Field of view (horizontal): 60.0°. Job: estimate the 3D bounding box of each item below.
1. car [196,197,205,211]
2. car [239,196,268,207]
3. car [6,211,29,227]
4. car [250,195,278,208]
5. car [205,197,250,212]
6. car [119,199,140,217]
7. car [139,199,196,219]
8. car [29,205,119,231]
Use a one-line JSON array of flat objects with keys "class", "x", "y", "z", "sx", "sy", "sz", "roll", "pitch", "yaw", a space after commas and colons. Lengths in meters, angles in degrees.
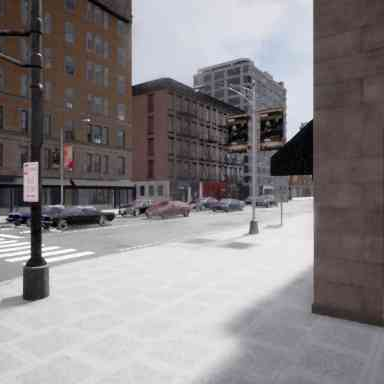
[{"class": "car", "x": 1.376, "y": 1.362, "z": 38.248, "sx": 2.128, "sy": 1.511, "sz": 4.902, "roll": 0, "pitch": 0, "yaw": 35}, {"class": "car", "x": 9.173, "y": 1.361, "z": 49.212, "sx": 2.033, "sy": 1.411, "sz": 5.357, "roll": 0, "pitch": 0, "yaw": 36}, {"class": "car", "x": -9.782, "y": 1.553, "z": 22.406, "sx": 1.895, "sy": 1.301, "sz": 4.718, "roll": 0, "pitch": 0, "yaw": 35}, {"class": "car", "x": 9.867, "y": 1.173, "z": 44.596, "sx": 2.097, "sy": 1.767, "sz": 4.553, "roll": 0, "pitch": 0, "yaw": 36}, {"class": "car", "x": 3.943, "y": 1.413, "z": 36.251, "sx": 2.033, "sy": 1.411, "sz": 5.357, "roll": 0, "pitch": 0, "yaw": 35}, {"class": "car", "x": -4.457, "y": 1.405, "z": 29.967, "sx": 2.128, "sy": 1.511, "sz": 4.902, "roll": 0, "pitch": 0, "yaw": 35}, {"class": "car", "x": -1.917, "y": 1.434, "z": 27.931, "sx": 1.812, "sy": 1.442, "sz": 4.674, "roll": 0, "pitch": 0, "yaw": 35}, {"class": "car", "x": -7.126, "y": 1.547, "z": 20.536, "sx": 1.895, "sy": 1.301, "sz": 4.718, "roll": 0, "pitch": 0, "yaw": 35}]
